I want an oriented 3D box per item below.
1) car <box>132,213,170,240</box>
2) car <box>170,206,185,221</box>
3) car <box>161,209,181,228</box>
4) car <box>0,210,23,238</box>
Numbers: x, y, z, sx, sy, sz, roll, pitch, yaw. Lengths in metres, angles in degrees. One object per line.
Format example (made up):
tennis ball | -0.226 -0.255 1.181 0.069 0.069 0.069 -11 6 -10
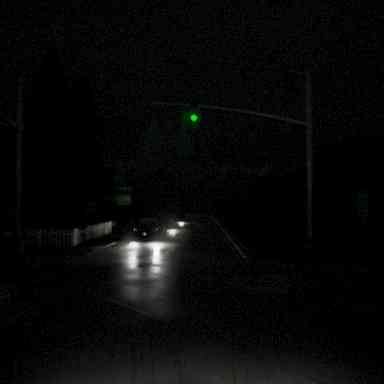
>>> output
car | -2.823 2.393 22.811 1.812 1.442 4.674 0 -2 2
car | -2.112 2.908 45.540 2.150 2.045 5.566 0 -2 2
car | -2.507 2.711 32.982 1.882 1.535 5.008 0 -2 2
car | -13.736 2.220 23.608 1.905 1.878 3.866 0 -2 1
